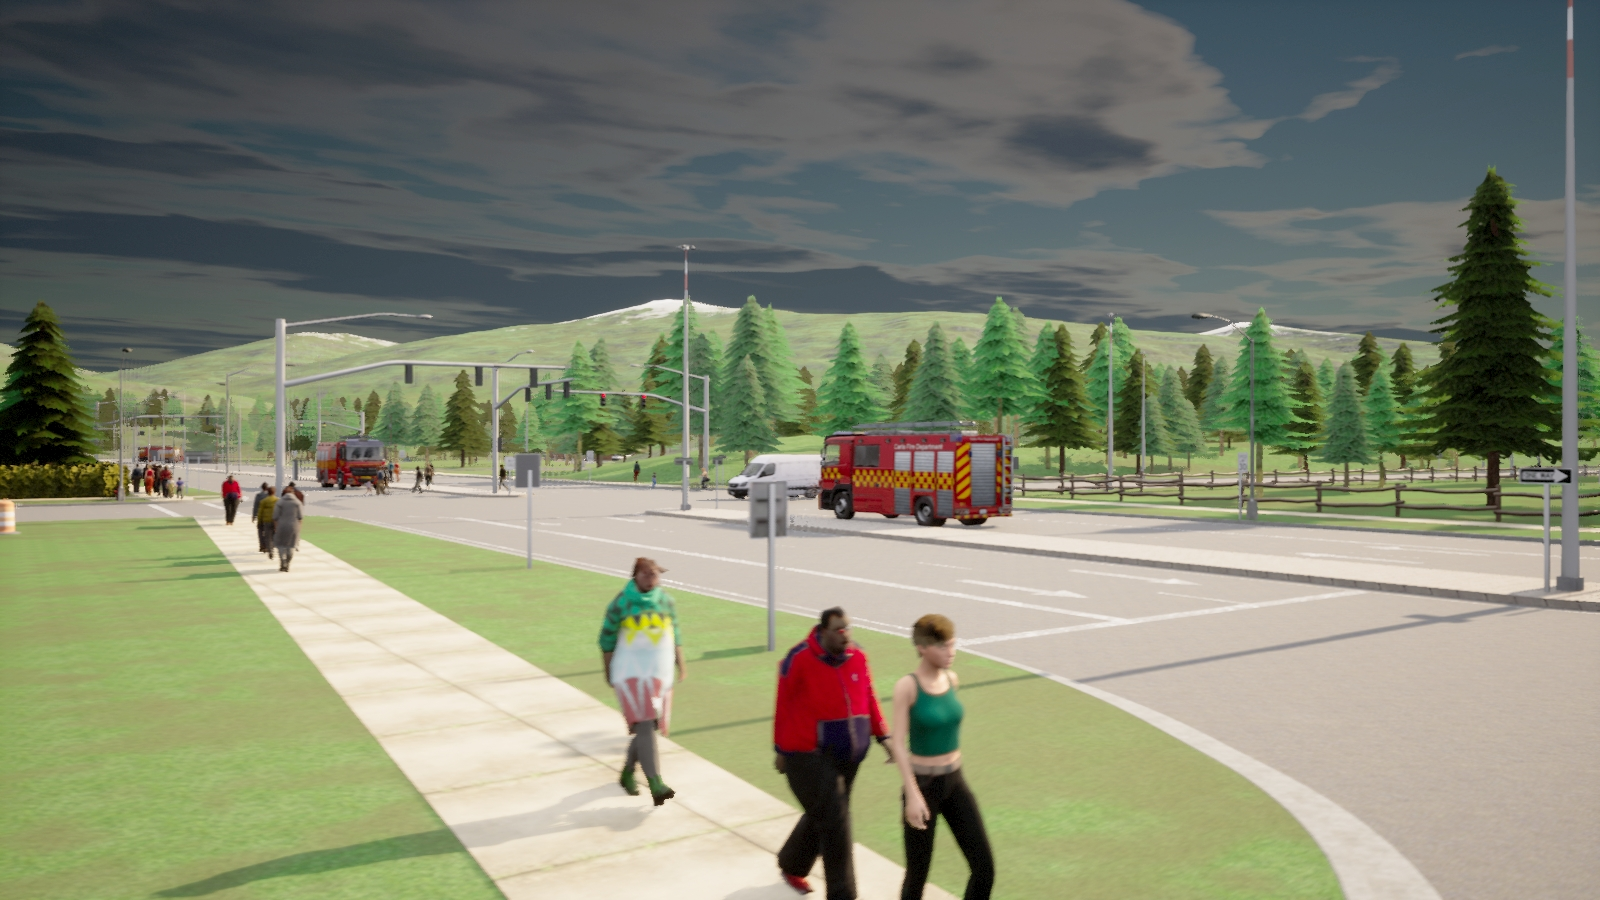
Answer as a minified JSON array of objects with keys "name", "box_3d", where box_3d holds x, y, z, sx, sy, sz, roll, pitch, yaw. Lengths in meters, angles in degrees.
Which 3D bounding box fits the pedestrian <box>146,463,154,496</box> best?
[{"name":"pedestrian","box_3d":[-37.221,1.696,65.396,0.375,1.860,0.375,0,0,-37]}]

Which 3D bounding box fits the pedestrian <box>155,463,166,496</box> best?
[{"name":"pedestrian","box_3d":[-36.269,1.696,64.803,0.375,1.860,0.375,0,0,25]}]

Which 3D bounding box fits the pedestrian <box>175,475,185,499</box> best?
[{"name":"pedestrian","box_3d":[-33.075,1.978,60.953,0.375,1.300,0.375,0,0,-41]}]

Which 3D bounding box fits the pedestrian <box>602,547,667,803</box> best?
[{"name":"pedestrian","box_3d":[-1.273,1.697,8.751,0.375,1.860,0.375,0,0,-32]}]

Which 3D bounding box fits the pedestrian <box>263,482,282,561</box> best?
[{"name":"pedestrian","box_3d":[-12.595,1.696,27.276,0.375,1.860,0.375,0,0,-30]}]

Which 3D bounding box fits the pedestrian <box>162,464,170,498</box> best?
[{"name":"pedestrian","box_3d":[-34.553,1.696,62.278,0.375,1.860,0.375,0,0,-29]}]

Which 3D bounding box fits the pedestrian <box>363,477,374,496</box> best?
[{"name":"pedestrian","box_3d":[-26.275,2.229,69.552,0.500,1.100,0.500,0,0,-42]}]

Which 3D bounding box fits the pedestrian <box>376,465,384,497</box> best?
[{"name":"pedestrian","box_3d":[-25.139,1.853,68.402,0.375,1.860,0.375,0,0,-31]}]

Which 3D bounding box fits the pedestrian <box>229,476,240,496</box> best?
[{"name":"pedestrian","box_3d":[-32.216,2.061,65.058,0.500,1.100,0.500,0,0,-37]}]

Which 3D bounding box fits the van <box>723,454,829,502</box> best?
[{"name":"van","box_3d":[-1.322,1.535,64.858,5.915,2.561,1.988,0,0,-35]}]

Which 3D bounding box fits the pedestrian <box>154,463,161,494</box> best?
[{"name":"pedestrian","box_3d":[-38.548,1.696,68.546,0.375,1.860,0.375,0,0,-35]}]

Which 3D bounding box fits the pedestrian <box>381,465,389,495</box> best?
[{"name":"pedestrian","box_3d":[-25.521,1.849,70.247,0.375,1.860,0.375,0,0,-37]}]

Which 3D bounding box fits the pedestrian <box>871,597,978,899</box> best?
[{"name":"pedestrian","box_3d":[0.620,1.696,5.705,0.375,1.860,0.375,0,0,-35]}]

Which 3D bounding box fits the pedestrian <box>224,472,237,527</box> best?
[{"name":"pedestrian","box_3d":[-19.579,1.696,39.305,0.375,1.860,0.375,0,0,-31]}]

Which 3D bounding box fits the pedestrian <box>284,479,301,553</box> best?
[{"name":"pedestrian","box_3d":[-13.074,1.696,29.430,0.375,1.860,0.375,0,0,-28]}]

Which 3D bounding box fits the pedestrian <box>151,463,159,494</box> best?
[{"name":"pedestrian","box_3d":[-39.017,1.699,69.141,0.375,1.860,0.375,0,0,-35]}]

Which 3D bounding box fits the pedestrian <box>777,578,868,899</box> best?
[{"name":"pedestrian","box_3d":[0.127,1.696,6.562,0.375,1.860,0.375,0,0,-33]}]

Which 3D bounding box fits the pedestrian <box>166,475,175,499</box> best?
[{"name":"pedestrian","box_3d":[-33.935,1.976,61.581,0.375,1.300,0.375,0,0,-43]}]

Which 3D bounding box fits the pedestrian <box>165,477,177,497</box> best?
[{"name":"pedestrian","box_3d":[-35.662,2.077,64.803,0.500,1.100,0.500,0,0,-42]}]

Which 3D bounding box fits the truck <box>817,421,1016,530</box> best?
[{"name":"truck","box_3d":[4.274,0.891,44.215,2.891,3.827,8.468,0,0,-34]}]

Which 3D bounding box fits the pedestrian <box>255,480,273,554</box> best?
[{"name":"pedestrian","box_3d":[-13.617,1.696,29.042,0.375,1.860,0.375,0,0,-32]}]

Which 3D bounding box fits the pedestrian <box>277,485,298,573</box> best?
[{"name":"pedestrian","box_3d":[-11.056,1.696,24.652,0.375,1.860,0.375,0,0,-29]}]

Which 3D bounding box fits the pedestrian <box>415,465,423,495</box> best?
[{"name":"pedestrian","box_3d":[-24.043,1.886,72.095,0.375,1.860,0.375,0,0,-34]}]
